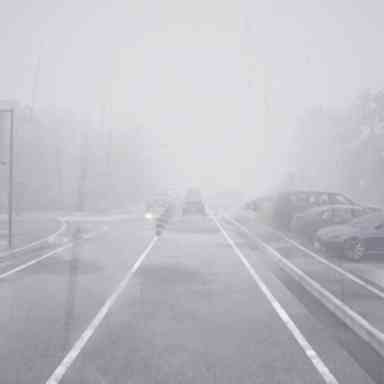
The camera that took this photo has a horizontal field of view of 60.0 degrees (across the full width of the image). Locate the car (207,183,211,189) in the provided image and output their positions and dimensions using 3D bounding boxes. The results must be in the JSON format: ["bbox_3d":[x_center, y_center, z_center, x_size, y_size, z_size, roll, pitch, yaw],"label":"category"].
[{"bbox_3d":[6.815,-0.606,77.300,5.366,1.575,1.946,0,3,1],"label":"car"}]

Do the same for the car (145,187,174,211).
[{"bbox_3d":[-3.334,0.806,33.593,2.150,2.045,5.566,0,1,0],"label":"car"}]

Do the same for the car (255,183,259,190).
[{"bbox_3d":[20.182,-1.040,88.080,5.008,1.535,2.097,0,2,1],"label":"car"}]

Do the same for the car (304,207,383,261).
[{"bbox_3d":[6.635,1.404,11.249,4.792,1.488,2.163,0,1,1],"label":"car"}]

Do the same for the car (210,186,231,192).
[{"bbox_3d":[7.043,-0.828,82.714,4.892,1.521,2.231,0,2,1],"label":"car"}]

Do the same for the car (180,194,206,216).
[{"bbox_3d":[0.113,1.171,27.874,2.128,1.511,4.902,0,1,0],"label":"car"}]

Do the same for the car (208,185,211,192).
[{"bbox_3d":[6.765,-0.352,71.633,5.366,1.575,1.946,0,3,1],"label":"car"}]

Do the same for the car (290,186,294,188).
[{"bbox_3d":[19.939,0.142,57.767,4.553,1.767,2.185,0,3,1],"label":"car"}]

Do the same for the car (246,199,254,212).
[{"bbox_3d":[6.828,0.968,25.169,4.792,1.488,2.163,0,2,1],"label":"car"}]

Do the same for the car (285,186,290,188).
[{"bbox_3d":[19.902,0.178,60.417,4.792,1.488,2.163,0,3,1],"label":"car"}]

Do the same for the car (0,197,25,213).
[{"bbox_3d":[-19.058,1.264,33.873,4.902,1.511,2.128,0,-1,30],"label":"car"}]

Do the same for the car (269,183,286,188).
[{"bbox_3d":[20.058,-0.602,71.472,5.566,2.045,2.435,0,3,1],"label":"car"}]

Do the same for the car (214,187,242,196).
[{"bbox_3d":[7.086,-0.102,66.083,5.366,1.575,1.946,0,3,1],"label":"car"}]

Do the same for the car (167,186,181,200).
[{"bbox_3d":[-3.294,0.138,52.020,2.150,2.045,5.566,0,2,1],"label":"car"}]

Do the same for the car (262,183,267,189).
[{"bbox_3d":[20.133,-0.693,79.911,4.792,1.488,2.163,0,2,1],"label":"car"}]

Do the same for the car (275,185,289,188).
[{"bbox_3d":[19.795,-0.104,65.952,5.366,1.575,1.946,0,3,1],"label":"car"}]

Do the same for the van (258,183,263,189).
[{"bbox_3d":[20.043,-1.161,85.289,4.442,1.987,1.878,0,2,0],"label":"van"}]

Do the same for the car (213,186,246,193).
[{"bbox_3d":[6.857,0.151,60.539,5.008,1.535,2.097,0,3,1],"label":"car"}]

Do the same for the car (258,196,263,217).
[{"bbox_3d":[6.740,1.140,19.607,5.008,1.535,2.097,0,2,1],"label":"car"}]

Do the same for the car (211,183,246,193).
[{"bbox_3d":[6.905,-0.225,63.300,5.566,2.045,2.435,0,3,1],"label":"car"}]

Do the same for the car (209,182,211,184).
[{"bbox_3d":[7.104,-1.062,85.486,4.553,1.767,2.185,0,2,1],"label":"car"}]

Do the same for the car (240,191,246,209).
[{"bbox_3d":[6.797,0.863,27.951,4.792,1.488,2.163,0,2,1],"label":"car"}]

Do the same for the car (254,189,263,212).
[{"bbox_3d":[6.803,0.917,22.379,4.553,1.767,2.185,0,2,1],"label":"car"}]

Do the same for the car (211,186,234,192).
[{"bbox_3d":[7.209,-0.719,79.947,5.366,1.575,1.946,0,2,1],"label":"car"}]

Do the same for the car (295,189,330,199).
[{"bbox_3d":[19.878,0.392,55.004,5.008,1.535,2.097,0,3,1],"label":"car"}]

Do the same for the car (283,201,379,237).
[{"bbox_3d":[6.685,1.307,14.026,4.892,1.521,2.231,0,1,1],"label":"car"}]

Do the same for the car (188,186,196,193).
[{"bbox_3d":[0.074,-0.615,78.423,1.812,1.442,4.674,0,2,0],"label":"car"}]

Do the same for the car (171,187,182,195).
[{"bbox_3d":[-3.206,-0.214,68.588,2.033,1.411,5.357,0,2,0],"label":"car"}]

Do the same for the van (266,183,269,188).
[{"bbox_3d":[20.196,-0.829,77.131,4.442,1.987,1.878,0,2,1],"label":"van"}]

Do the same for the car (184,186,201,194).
[{"bbox_3d":[0.120,0.342,46.912,2.150,2.045,5.566,0,2,0],"label":"car"}]

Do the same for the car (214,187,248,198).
[{"bbox_3d":[6.798,0.305,57.767,4.792,1.488,2.163,0,3,1],"label":"car"}]

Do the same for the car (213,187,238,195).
[{"bbox_3d":[6.932,-0.223,68.859,4.892,1.521,2.231,0,3,1],"label":"car"}]

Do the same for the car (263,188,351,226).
[{"bbox_3d":[6.746,0.976,16.806,5.566,2.045,2.435,0,2,1],"label":"car"}]

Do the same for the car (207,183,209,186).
[{"bbox_3d":[7.127,-1.010,88.263,4.792,1.488,2.163,0,2,1],"label":"car"}]

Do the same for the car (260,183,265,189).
[{"bbox_3d":[20.156,-0.800,82.548,4.792,1.488,2.163,0,2,1],"label":"car"}]
